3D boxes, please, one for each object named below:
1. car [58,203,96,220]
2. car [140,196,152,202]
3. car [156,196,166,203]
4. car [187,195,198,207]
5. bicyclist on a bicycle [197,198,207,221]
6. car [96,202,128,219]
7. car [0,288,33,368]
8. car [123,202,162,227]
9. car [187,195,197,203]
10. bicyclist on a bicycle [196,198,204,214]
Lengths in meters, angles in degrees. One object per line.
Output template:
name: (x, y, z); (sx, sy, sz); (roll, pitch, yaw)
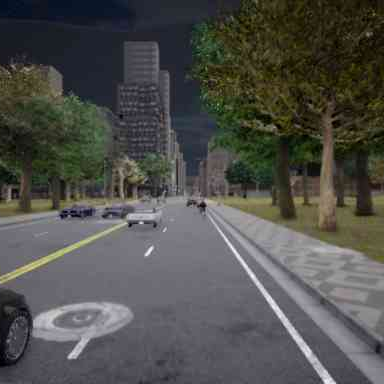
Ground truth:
car: (-9.847, 1.645, 28.885); (1.895, 1.301, 4.718); (0, 0, 0)
car: (-9.750, 1.537, 70.218); (2.097, 1.767, 4.553); (0, 0, 0)
car: (-6.500, 1.629, 70.801); (1.837, 1.490, 4.892); (0, 0, 0)
car: (0.092, 1.628, 55.161); (1.837, 1.490, 4.892); (0, 0, 0)
bicyclist on a bicycle: (0.894, 1.409, 26.802); (0.659, 1.776, 1.843); (0, 0, 0)
car: (-6.599, 1.593, 29.768); (2.033, 1.411, 5.357); (0, 0, 0)
car: (-3.164, 1.526, 2.795); (1.812, 1.442, 4.674); (0, 0, 0)
car: (-3.150, 1.632, 22.883); (1.895, 1.301, 4.718); (0, 0, 0)
car: (0.000, 1.561, 74.055); (2.097, 1.767, 4.553); (0, 0, 0)
bicyclist on a bicycle: (0.894, 1.497, 36.142); (0.866, 1.612, 1.509); (0, 0, 0)
